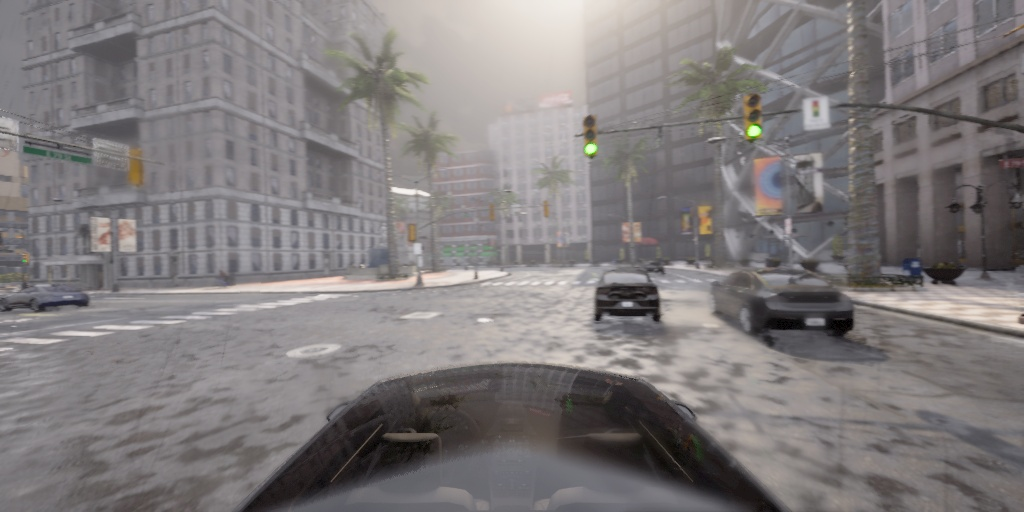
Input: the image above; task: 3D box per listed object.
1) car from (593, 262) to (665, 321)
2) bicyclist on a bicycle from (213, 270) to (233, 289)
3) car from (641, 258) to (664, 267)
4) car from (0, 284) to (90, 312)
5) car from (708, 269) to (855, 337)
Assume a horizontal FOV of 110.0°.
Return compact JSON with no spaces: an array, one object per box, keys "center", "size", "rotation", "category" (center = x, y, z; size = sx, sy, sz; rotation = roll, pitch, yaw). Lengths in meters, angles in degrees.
[{"center":[3.779,1.148,12.121],"size":[1.882,1.535,5.008],"rotation":[-2,0,15],"category":"car"},{"center":[-25.005,2.042,31.054],"size":[0.582,1.620,1.656],"rotation":[-2,0,15],"category":"bicyclist on a bicycle"},{"center":[13.074,0.964,33.858],"size":[1.837,1.490,4.892],"rotation":[-2,0,11],"category":"car"},{"center":[-26.298,2.297,20.209],"size":[4.181,1.385,1.994],"rotation":[-2,0,15],"category":"car"},{"center":[6.685,1.064,9.483],"size":[1.837,1.490,4.892],"rotation":[-2,0,15],"category":"car"}]
